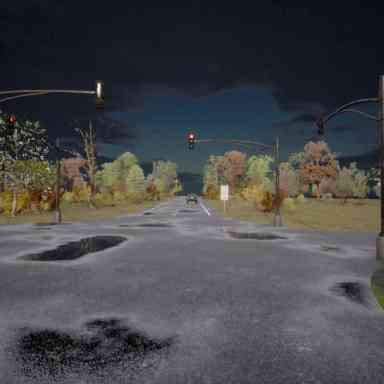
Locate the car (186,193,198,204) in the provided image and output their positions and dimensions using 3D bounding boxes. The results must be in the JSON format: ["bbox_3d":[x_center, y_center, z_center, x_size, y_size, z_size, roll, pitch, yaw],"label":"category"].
[{"bbox_3d":[-0.013,1.293,67.602,2.150,2.045,5.566,0,0,0],"label":"car"}]

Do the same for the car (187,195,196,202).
[{"bbox_3d":[-0.015,1.465,77.993,2.033,1.411,5.357,0,0,0],"label":"car"}]
